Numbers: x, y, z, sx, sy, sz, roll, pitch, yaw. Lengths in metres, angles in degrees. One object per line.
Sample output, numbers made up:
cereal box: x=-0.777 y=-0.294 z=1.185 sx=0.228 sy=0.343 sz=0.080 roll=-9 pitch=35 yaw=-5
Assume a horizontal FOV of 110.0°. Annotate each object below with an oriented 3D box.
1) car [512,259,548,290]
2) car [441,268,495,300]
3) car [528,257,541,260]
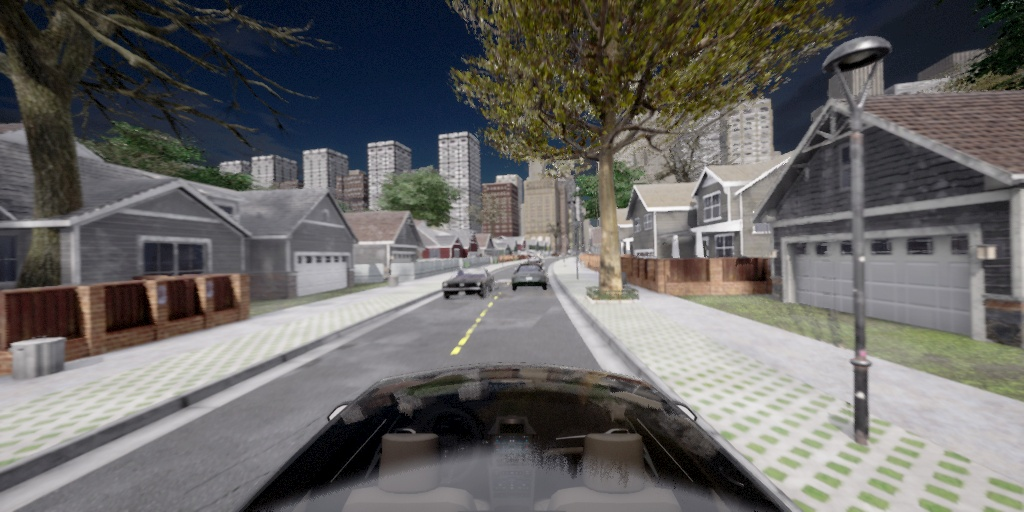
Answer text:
car: x=1.043 y=1.121 z=20.891 sx=1.994 sy=1.385 sz=4.181 roll=-1 pitch=1 yaw=4
car: x=-2.001 y=1.263 z=17.399 sx=1.895 sy=1.301 sz=4.718 roll=-1 pitch=0 yaw=4
car: x=2.369 y=0.881 z=37.053 sx=2.128 sy=1.511 sz=4.902 roll=-1 pitch=1 yaw=6
